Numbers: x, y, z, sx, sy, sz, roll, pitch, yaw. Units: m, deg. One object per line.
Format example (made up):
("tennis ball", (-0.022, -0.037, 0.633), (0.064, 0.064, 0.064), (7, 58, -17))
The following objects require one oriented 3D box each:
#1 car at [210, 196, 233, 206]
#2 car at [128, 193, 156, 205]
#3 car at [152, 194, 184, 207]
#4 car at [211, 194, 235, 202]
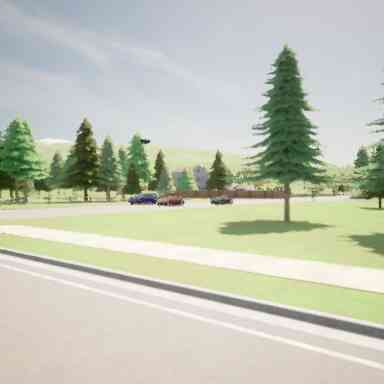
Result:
("car", (4.857, 1.429, 55.315), (1.882, 1.535, 5.008), (0, 0, 37))
("car", (-8.028, 1.161, 55.495), (2.150, 2.045, 5.566), (0, 0, 37))
("car", (-3.228, 1.424, 50.233), (1.882, 1.535, 5.008), (0, 0, 36))
("car", (5.986, 1.100, 62.683), (2.033, 1.411, 5.357), (0, 0, 36))
